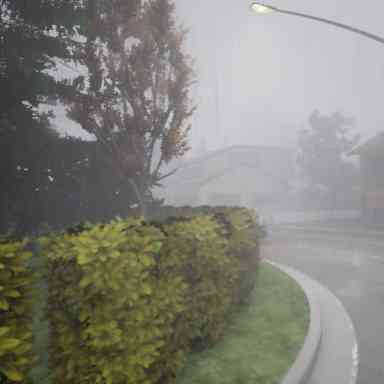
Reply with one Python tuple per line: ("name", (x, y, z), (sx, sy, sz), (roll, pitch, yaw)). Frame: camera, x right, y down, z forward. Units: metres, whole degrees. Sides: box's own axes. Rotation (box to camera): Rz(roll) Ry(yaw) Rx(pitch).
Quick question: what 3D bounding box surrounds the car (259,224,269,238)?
("car", (1.702, 2.068, 18.830), (2.033, 1.411, 5.357), (0, -2, -40))
